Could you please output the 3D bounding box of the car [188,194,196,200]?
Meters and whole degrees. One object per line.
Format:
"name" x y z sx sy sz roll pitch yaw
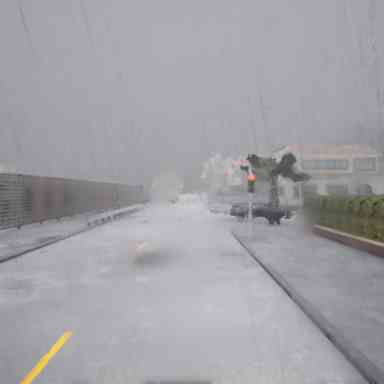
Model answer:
"car" -0.017 1.260 86.271 1.994 1.385 4.181 0 0 0

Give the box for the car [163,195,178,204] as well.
"car" -4.054 1.359 58.968 1.882 1.535 5.008 0 0 0

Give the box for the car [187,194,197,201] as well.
"car" -0.015 1.365 76.267 1.812 1.442 4.674 0 0 0

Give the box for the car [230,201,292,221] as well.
"car" 5.464 1.439 26.240 4.902 1.511 2.128 0 -1 -13
